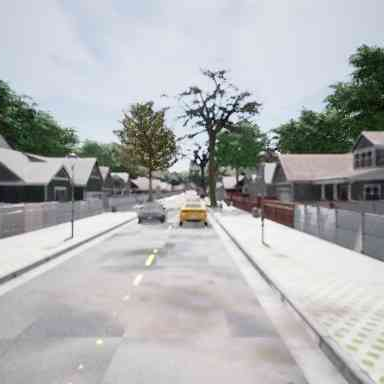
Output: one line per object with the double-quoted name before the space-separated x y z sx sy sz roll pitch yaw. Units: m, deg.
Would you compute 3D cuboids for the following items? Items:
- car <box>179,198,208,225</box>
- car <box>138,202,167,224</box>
"car" 0.093 1.439 23.929 1.882 1.535 5.008 0 0 0
"car" -2.851 1.486 24.772 1.812 1.442 4.674 0 0 0
